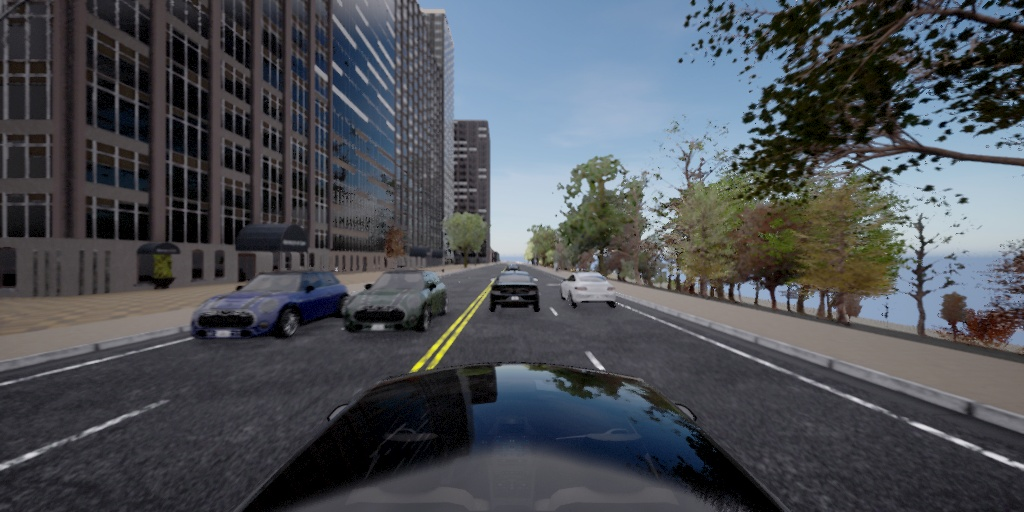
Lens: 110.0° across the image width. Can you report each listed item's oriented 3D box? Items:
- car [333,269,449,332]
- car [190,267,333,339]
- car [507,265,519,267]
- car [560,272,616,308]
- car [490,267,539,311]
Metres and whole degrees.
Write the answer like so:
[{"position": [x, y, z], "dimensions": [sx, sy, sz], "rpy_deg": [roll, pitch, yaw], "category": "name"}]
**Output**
[{"position": [-3.350, 1.221, 11.232], "dimensions": [2.097, 1.767, 4.553], "rpy_deg": [0, -1, 0], "category": "car"}, {"position": [-6.601, 1.211, 10.439], "dimensions": [2.097, 1.767, 4.553], "rpy_deg": [0, -1, 0], "category": "car"}, {"position": [0.104, 1.752, 41.130], "dimensions": [1.837, 1.490, 4.892], "rpy_deg": [0, 0, 0], "category": "car"}, {"position": [3.351, 1.459, 16.286], "dimensions": [1.812, 1.442, 4.674], "rpy_deg": [0, -1, 0], "category": "car"}, {"position": [0.102, 1.400, 15.418], "dimensions": [1.882, 1.535, 5.008], "rpy_deg": [0, -1, 0], "category": "car"}]
